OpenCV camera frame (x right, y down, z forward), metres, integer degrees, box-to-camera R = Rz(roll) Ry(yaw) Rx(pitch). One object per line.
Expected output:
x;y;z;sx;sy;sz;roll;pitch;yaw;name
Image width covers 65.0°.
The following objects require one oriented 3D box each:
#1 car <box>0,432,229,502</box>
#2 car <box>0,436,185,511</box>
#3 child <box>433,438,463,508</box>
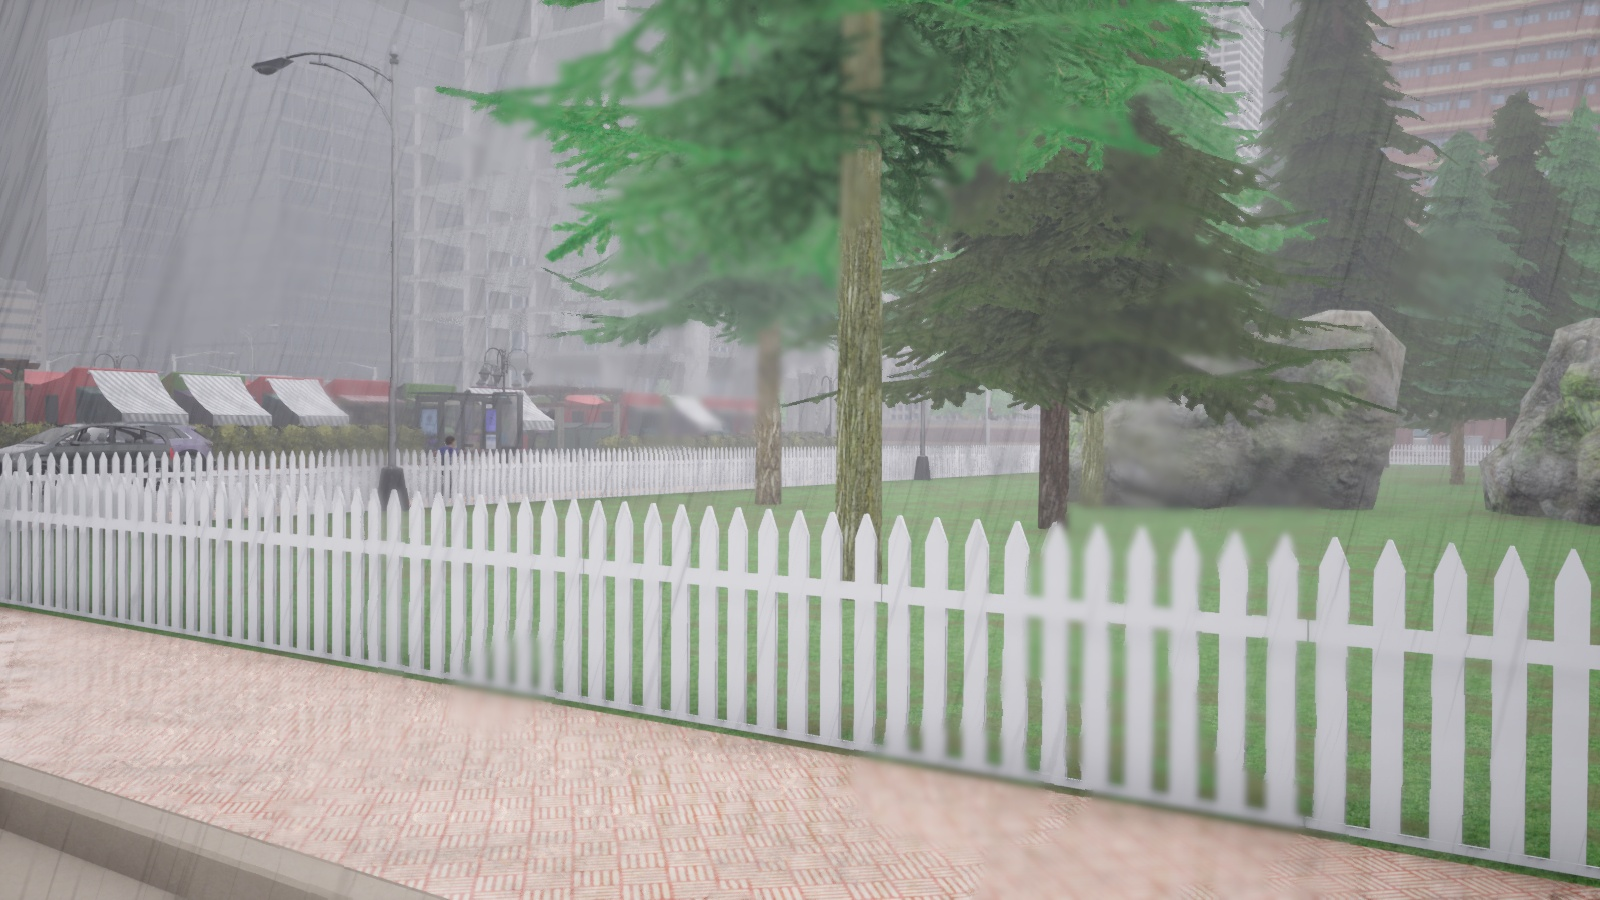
-17.565;0.378;32.379;2.033;1.649;4.856;0;1;32;car
-16.081;0.471;28.169;1.789;1.549;3.705;0;1;32;car
-6.415;0.416;22.874;0.270;1.263;0.437;0;1;32;child
